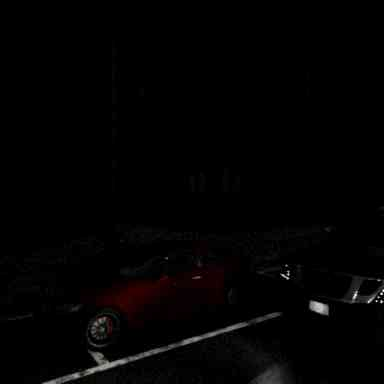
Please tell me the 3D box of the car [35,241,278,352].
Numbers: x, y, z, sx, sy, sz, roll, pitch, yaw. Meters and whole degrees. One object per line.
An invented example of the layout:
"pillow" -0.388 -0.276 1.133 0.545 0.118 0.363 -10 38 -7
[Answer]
"car" -0.573 1.608 6.129 4.206 1.307 1.802 1 -1 -35

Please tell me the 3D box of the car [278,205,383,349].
"car" 4.019 1.282 6.242 5.566 2.045 2.150 1 0 -35
